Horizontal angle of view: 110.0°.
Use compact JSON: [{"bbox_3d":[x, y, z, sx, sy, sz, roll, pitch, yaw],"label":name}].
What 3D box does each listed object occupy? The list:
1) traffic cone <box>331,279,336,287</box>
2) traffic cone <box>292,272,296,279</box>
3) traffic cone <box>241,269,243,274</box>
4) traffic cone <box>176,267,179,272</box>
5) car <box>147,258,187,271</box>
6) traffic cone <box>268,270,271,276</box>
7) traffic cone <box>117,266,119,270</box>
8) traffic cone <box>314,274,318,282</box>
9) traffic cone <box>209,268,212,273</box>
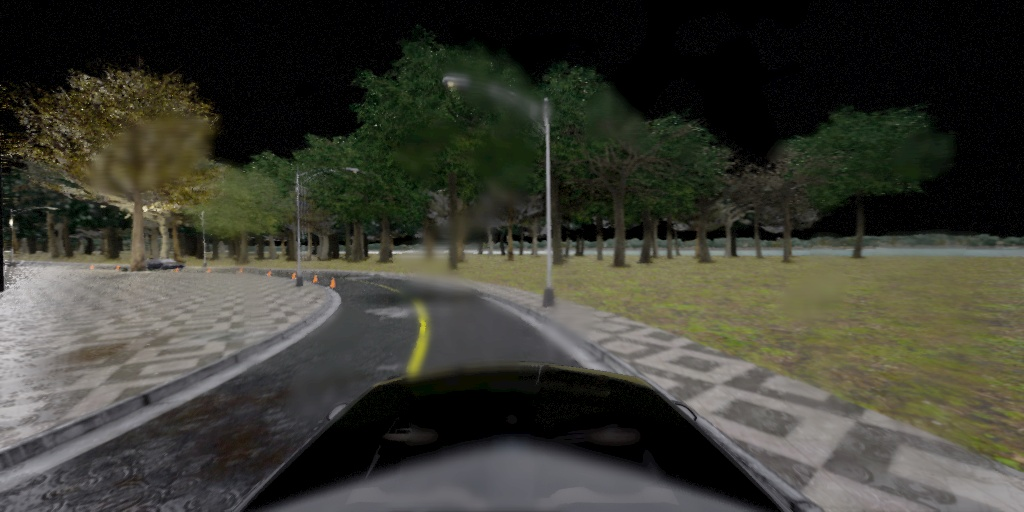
[{"bbox_3d":[-11.707,1.734,23.467,0.340,0.580,0.340,0,0,-37],"label":"traffic cone"},{"bbox_3d":[-18.249,1.625,30.068,0.340,0.580,0.340,0,0,38],"label":"traffic cone"},{"bbox_3d":[-26.233,1.542,34.827,0.340,0.580,0.340,0,0,24],"label":"traffic cone"},{"bbox_3d":[-35.431,1.478,37.954,0.340,0.580,0.340,0,0,18],"label":"traffic cone"},{"bbox_3d":[-40.798,0.994,41.956,5.357,1.411,2.033,1,1,18],"label":"car"},{"bbox_3d":[-22.090,1.579,32.701,0.340,0.580,0.340,0,0,31],"label":"traffic cone"},{"bbox_3d":[-44.964,1.398,40.976,0.340,0.580,0.340,0,0,18],"label":"traffic cone"},{"bbox_3d":[-14.769,1.680,26.975,0.340,0.580,0.340,0,0,-45],"label":"traffic cone"},{"bbox_3d":[-30.664,1.511,36.442,0.340,0.580,0.340,0,0,18],"label":"traffic cone"}]
